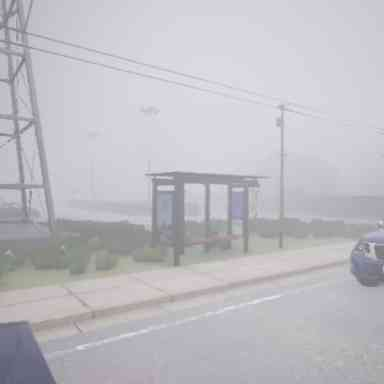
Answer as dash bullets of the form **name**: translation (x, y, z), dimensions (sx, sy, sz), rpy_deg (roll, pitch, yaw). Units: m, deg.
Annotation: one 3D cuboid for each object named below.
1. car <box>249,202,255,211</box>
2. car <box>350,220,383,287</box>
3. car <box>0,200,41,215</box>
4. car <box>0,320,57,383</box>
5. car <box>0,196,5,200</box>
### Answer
- **car**: translation (6.077, 1.857, 43.049), dimensions (1.882, 1.535, 5.008), rpy_deg (1, -1, -36)
- **car**: translation (6.394, 1.339, 8.546), dimensions (5.566, 2.045, 2.150), rpy_deg (1, -1, -35)
- **car**: translation (-15.141, 1.623, 28.462), dimensions (3.905, 1.438, 1.784), rpy_deg (1, -1, -36)
- **car**: translation (-3.252, 1.588, 1.697), dimensions (4.718, 1.301, 1.895), rpy_deg (1, -1, -34)
- **car**: translation (-28.663, 1.447, 46.420), dimensions (4.605, 1.855, 1.932), rpy_deg (1, -1, -36)
